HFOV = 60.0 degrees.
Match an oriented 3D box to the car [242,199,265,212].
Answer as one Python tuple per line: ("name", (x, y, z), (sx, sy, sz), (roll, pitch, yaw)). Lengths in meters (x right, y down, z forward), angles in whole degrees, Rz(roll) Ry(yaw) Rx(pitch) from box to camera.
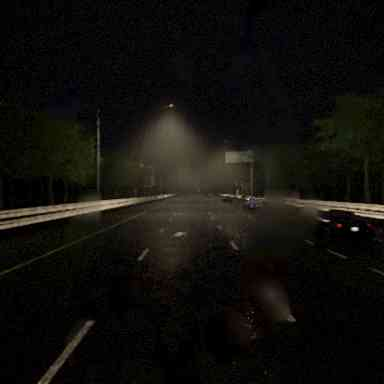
("car", (7.076, 1.552, 38.561), (2.033, 1.411, 5.357), (0, 0, 0))

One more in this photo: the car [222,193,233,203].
("car", (7.249, 1.542, 68.902), (1.994, 1.385, 4.181), (0, 0, 0))

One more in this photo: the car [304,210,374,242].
("car", (7.013, 1.570, 16.317), (1.994, 1.385, 4.181), (0, 0, 0))
